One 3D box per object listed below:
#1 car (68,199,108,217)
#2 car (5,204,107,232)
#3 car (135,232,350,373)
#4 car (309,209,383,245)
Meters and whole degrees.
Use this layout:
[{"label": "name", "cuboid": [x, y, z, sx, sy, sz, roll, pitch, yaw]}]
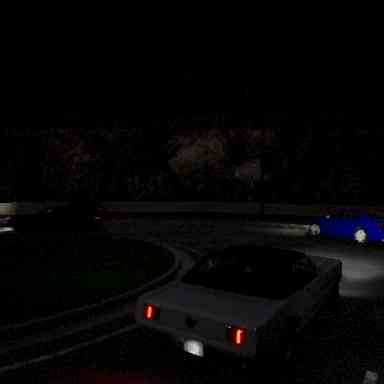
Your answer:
[{"label": "car", "cuboid": [-9.169, 1.448, 26.617, 4.553, 1.767, 2.097, 0, 0, -3]}, {"label": "car", "cuboid": [-8.209, 1.614, 20.181, 5.357, 1.411, 2.033, 0, 0, -5]}, {"label": "car", "cuboid": [1.285, 1.637, 5.895, 1.895, 1.301, 4.718, 0, 0, 35]}, {"label": "car", "cuboid": [7.990, 1.601, 16.558, 1.882, 1.535, 5.008, 1, -1, -20]}]
